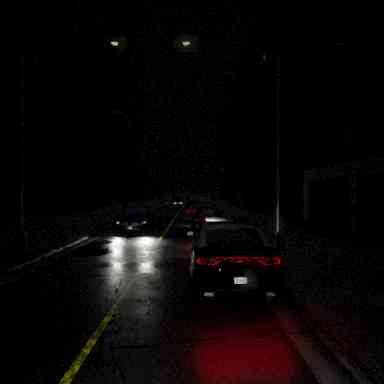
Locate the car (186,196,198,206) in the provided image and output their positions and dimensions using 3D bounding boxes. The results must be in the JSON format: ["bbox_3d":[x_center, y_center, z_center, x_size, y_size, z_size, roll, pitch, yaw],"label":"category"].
[{"bbox_3d":[-0.007,1.521,58.733,1.882,1.535,5.008,0,0,0],"label":"car"}]

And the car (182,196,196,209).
[{"bbox_3d":[0.012,1.633,46.005,1.895,1.301,4.718,0,0,1],"label":"car"}]

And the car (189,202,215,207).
[{"bbox_3d":[0.898,1.534,18.598,1.812,1.442,4.674,0,0,0],"label":"car"}]

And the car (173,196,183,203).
[{"bbox_3d":[-3.008,1.598,72.606,2.033,1.411,5.357,0,0,0],"label":"car"}]

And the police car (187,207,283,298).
[{"bbox_3d":[0.899,1.428,8.707,1.930,1.638,5.238,0,0,0],"label":"police car"}]

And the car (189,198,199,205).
[{"bbox_3d":[0.897,1.490,24.598,1.882,1.535,5.008,0,0,0],"label":"car"}]

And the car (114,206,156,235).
[{"bbox_3d":[-3.103,1.533,19.005,1.812,1.442,4.674,0,0,0],"label":"car"}]
